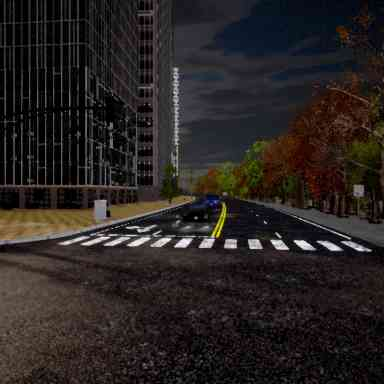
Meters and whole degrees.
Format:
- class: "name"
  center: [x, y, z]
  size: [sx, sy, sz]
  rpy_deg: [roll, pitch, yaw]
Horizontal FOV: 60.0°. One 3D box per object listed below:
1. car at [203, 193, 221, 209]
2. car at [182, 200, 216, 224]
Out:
- class: "car"
  center: [2.833, 1.231, 45.840]
  size: [2.150, 2.045, 5.566]
  rpy_deg: [0, 0, 6]
- class: "car"
  center: [0.500, 1.573, 24.677]
  size: [1.994, 1.385, 4.181]
  rpy_deg: [0, 0, 7]
